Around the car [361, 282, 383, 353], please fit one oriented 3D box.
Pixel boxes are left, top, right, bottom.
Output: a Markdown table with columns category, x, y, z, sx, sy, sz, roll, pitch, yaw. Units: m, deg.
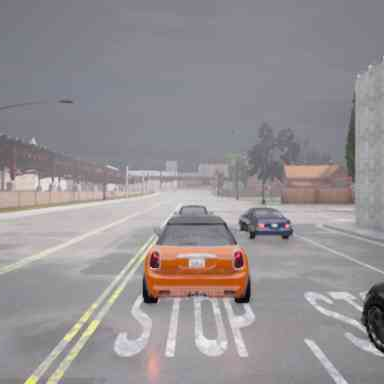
| category | x | y | z | sx | sy | sz | roll | pitch | yaw |
| --- | --- | --- | --- | --- | --- | --- | --- | --- | --- |
| car | 3.596 | 1.551 | 3.416 | 1.994 | 1.385 | 4.181 | 0 | 0 | 0 |

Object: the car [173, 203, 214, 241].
| category | x | y | z | sx | sy | sz | roll | pitch | yaw |
| --- | --- | --- | --- | --- | --- | --- | --- | --- | --- |
| car | 0.069 | 1.439 | 17.548 | 1.837 | 1.490 | 4.892 | 0 | 0 | 0 |

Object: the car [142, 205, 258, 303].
| category | x | y | z | sx | sy | sz | roll | pitch | yaw |
| --- | --- | --- | --- | --- | --- | --- | --- | --- | --- |
| car | 0.085 | 1.321 | 8.266 | 2.097 | 1.767 | 4.553 | 0 | 0 | 0 |

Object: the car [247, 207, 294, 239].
| category | x | y | z | sx | sy | sz | roll | pitch | yaw |
| --- | --- | --- | --- | --- | --- | --- | --- | --- | --- |
| car | 3.569 | 1.483 | 16.896 | 2.033 | 1.411 | 5.357 | 0 | 0 | 0 |
